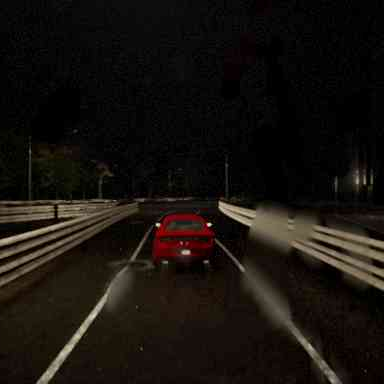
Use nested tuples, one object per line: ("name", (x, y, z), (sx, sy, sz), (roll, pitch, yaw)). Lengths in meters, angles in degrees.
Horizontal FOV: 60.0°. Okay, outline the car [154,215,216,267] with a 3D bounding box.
("car", (-0.289, 1.547, 11.785), (1.882, 1.535, 5.008), (0, 0, -3))
